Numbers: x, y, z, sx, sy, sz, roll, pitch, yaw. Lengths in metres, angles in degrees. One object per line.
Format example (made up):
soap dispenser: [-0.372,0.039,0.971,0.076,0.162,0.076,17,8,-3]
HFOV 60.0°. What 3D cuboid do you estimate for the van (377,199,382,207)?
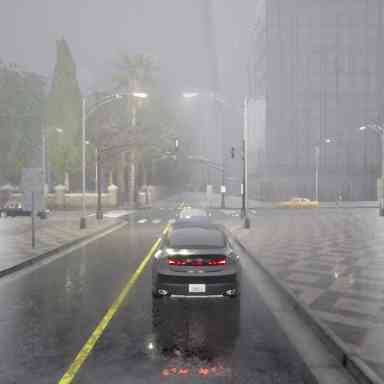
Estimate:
van: [23.302,0.987,37.822,3.998,1.788,1.690,-1,1,0]

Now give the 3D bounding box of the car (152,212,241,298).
car: [0.093,1.500,8.475,1.837,1.490,4.892,0,0,0]

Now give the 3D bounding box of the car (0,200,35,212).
car: [-20.453,1.588,38.046,4.206,1.307,1.802,0,1,0]

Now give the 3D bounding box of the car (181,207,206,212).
car: [0.075,1.528,18.206,2.033,1.411,5.357,0,0,1]

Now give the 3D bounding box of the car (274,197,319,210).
car: [11.893,1.293,37.883,4.829,1.417,1.752,-1,1,0]

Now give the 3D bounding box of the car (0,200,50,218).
car: [-14.960,1.592,29.492,4.403,1.369,2.008,0,1,0]
